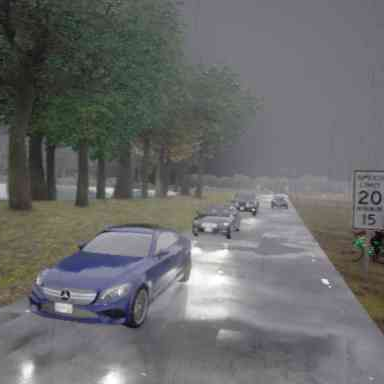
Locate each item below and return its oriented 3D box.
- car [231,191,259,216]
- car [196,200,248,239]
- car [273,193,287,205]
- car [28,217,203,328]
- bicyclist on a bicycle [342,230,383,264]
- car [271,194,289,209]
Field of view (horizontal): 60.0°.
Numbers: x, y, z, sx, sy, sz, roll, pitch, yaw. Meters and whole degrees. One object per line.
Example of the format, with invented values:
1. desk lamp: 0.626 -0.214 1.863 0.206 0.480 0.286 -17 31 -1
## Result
1. car: 4.837 0.965 30.027 2.150 2.045 5.566 2 1 15
2. car: 1.383 1.393 17.117 2.128 1.511 4.902 2 1 15
3. car: 13.159 1.012 49.976 1.882 1.535 5.008 2 2 15
4. car: -1.271 1.447 7.117 1.812 1.442 4.674 2 0 15
5. bicyclist on a bicycle: 6.048 1.629 11.377 1.656 1.620 0.582 3 1 15
6. car: 10.396 1.195 39.570 2.128 1.511 4.902 2 1 15
